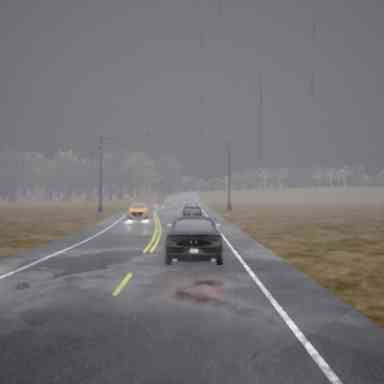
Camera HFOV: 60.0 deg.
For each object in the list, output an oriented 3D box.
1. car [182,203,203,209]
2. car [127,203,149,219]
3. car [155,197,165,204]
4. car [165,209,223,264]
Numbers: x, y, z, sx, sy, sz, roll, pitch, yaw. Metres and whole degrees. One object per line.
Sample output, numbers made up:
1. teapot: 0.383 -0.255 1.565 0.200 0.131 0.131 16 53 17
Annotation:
1. car: 0.020 1.892 33.443 2.128 1.511 4.902 0 -1 0
2. car: -5.447 1.883 33.778 1.882 1.535 5.008 0 -1 -7
3. car: -7.175 1.987 75.185 1.837 1.490 4.892 0 0 0
4. car: 0.064 1.630 12.434 1.882 1.535 5.008 0 0 0
